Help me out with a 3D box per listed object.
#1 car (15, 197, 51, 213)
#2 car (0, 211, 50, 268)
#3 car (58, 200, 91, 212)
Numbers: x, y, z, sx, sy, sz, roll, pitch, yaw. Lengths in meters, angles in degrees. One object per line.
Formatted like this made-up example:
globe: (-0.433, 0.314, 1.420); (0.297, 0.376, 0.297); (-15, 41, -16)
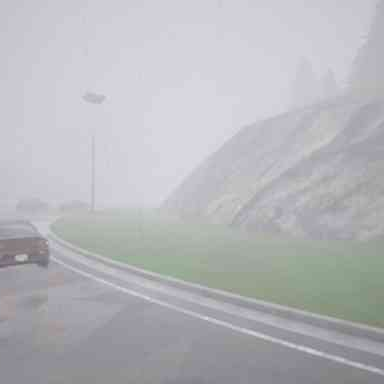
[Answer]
car: (-17.795, 1.412, 37.480); (2.097, 1.767, 4.553); (1, 0, 2)
car: (-5.888, 1.538, 10.467); (1.812, 1.442, 4.674); (0, 0, -39)
car: (-14.229, 1.650, 40.462); (2.033, 1.411, 5.357); (0, 0, 7)
